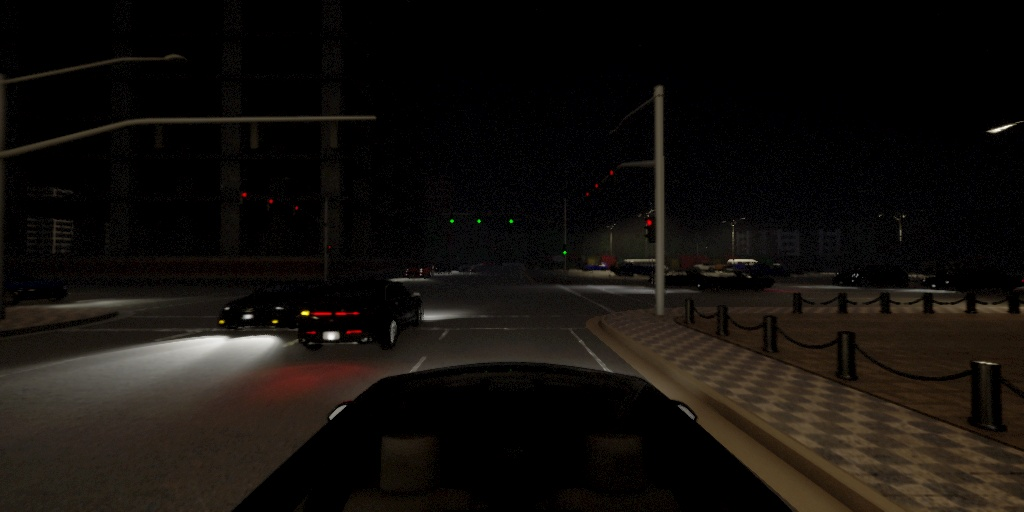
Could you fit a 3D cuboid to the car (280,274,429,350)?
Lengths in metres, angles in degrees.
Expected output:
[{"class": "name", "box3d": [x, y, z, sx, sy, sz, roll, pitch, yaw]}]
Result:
[{"class": "car", "box3d": [-3.650, 1.365, 9.450, 1.837, 1.490, 4.892, 0, -1, -3]}]

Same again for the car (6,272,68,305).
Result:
[{"class": "car", "box3d": [-24.694, 1.517, 17.343, 5.008, 1.535, 1.882, 0, -1, 0]}]

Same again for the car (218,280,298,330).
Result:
[{"class": "car", "box3d": [-7.117, 1.487, 11.619, 1.994, 1.385, 4.181, 0, -1, -1]}]

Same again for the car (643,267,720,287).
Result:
[{"class": "car", "box3d": [13.168, 1.763, 28.071, 4.718, 1.301, 1.895, 0, -1, 0]}]

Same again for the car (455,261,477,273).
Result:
[{"class": "car", "box3d": [-7.580, 1.859, 59.967, 2.150, 2.045, 5.566, 0, 1, 0]}]

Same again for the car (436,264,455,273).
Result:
[{"class": "car", "box3d": [-11.126, 2.052, 58.616, 1.837, 1.490, 4.892, 0, -1, 0]}]

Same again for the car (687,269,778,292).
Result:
[{"class": "car", "box3d": [14.992, 1.713, 24.572, 4.718, 1.301, 1.895, 0, -1, 0]}]

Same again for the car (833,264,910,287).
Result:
[{"class": "car", "box3d": [27.992, 1.504, 28.081, 4.553, 1.767, 2.097, 0, -1, 0]}]

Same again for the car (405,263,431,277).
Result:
[{"class": "car", "box3d": [-11.103, 1.675, 42.512, 2.097, 1.767, 4.553, 0, -1, 0]}]

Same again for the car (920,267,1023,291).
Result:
[{"class": "car", "box3d": [31.557, 1.648, 24.581, 5.357, 1.411, 2.033, 0, -1, 0]}]
